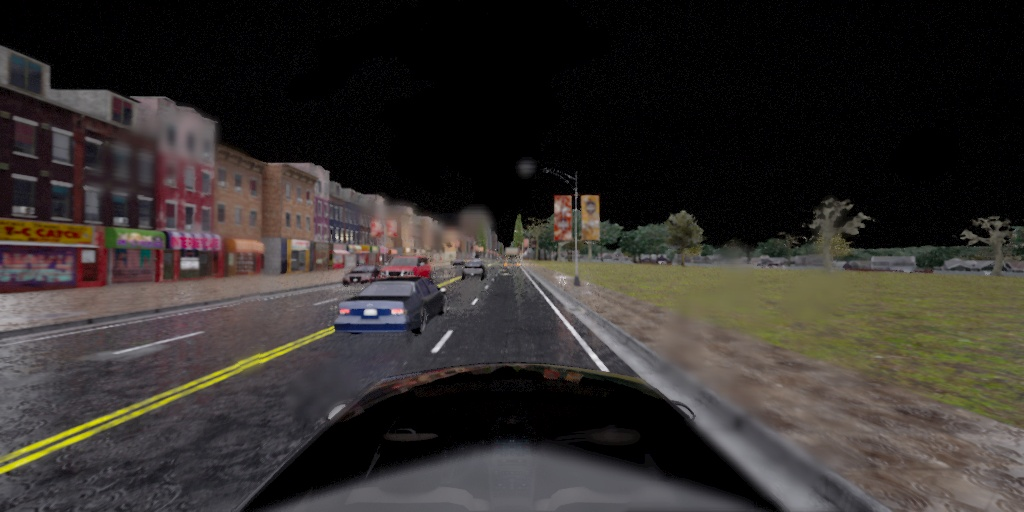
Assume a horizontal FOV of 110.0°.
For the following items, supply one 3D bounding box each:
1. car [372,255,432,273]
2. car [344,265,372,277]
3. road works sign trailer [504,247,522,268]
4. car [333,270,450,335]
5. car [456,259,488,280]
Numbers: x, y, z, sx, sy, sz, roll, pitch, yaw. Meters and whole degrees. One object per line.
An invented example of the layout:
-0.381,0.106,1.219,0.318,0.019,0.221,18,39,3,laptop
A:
-6.600,0.973,22.832,2.150,2.045,5.566,0,0,0,car
-9.847,1.316,24.515,1.994,1.385,4.181,0,0,0,car
-0.002,0.205,61.828,2.380,3.560,2.880,0,0,0,road works sign trailer
-3.150,1.298,10.489,2.033,1.411,5.357,0,0,0,car
-3.151,1.242,30.785,2.128,1.511,4.902,0,0,0,car
